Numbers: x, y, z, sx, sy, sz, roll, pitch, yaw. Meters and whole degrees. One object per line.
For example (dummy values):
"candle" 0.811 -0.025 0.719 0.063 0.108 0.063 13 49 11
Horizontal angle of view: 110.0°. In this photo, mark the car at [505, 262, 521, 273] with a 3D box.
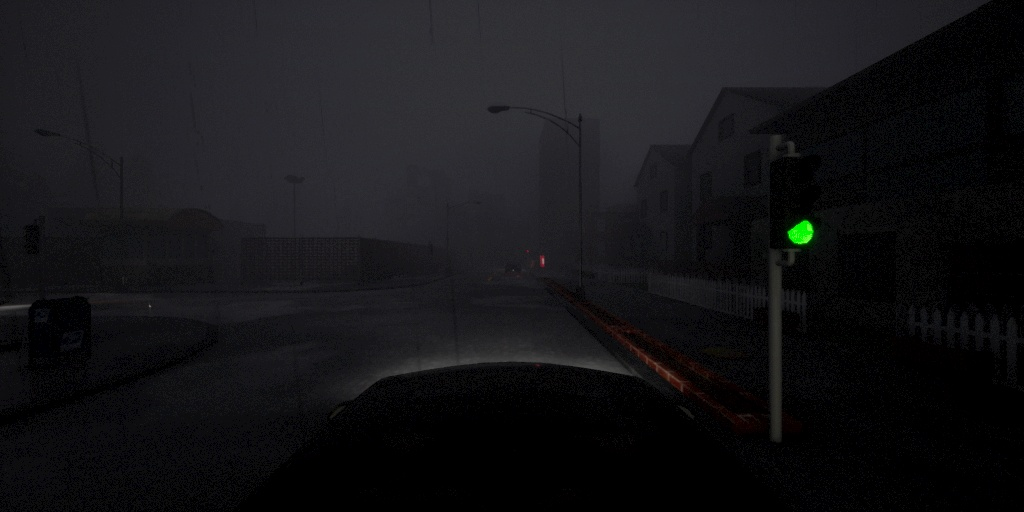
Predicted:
"car" 0.133 1.355 44.184 1.895 1.301 4.718 0 0 0

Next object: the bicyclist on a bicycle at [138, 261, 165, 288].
"bicyclist on a bicycle" -21.728 1.102 21.632 0.582 1.620 1.656 0 0 0
